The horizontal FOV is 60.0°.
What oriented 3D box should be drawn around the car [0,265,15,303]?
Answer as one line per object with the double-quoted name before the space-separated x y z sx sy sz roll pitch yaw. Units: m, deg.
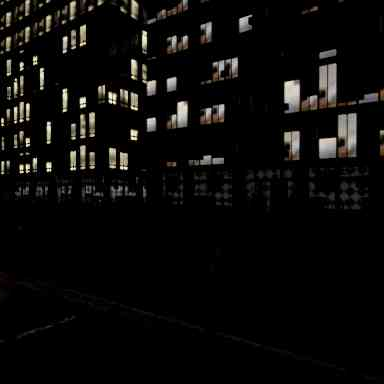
"car" -5.491 1.526 6.799 4.829 1.417 1.752 0 0 36
